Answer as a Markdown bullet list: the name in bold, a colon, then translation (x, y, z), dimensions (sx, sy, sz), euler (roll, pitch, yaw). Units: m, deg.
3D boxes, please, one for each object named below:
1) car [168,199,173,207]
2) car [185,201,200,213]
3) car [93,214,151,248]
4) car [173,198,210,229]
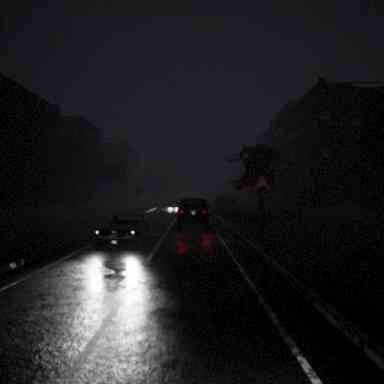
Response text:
- **car**: translation (-3.110, 1.887, 58.314), dimensions (2.128, 1.511, 4.902), euler (0, 0, 0)
- **car**: translation (0.055, 1.887, 42.029), dimensions (1.895, 1.301, 4.718), euler (0, 0, 0)
- **car**: translation (-3.116, 1.732, 15.581), dimensions (1.895, 1.301, 4.718), euler (0, 0, 0)
- **car**: translation (0.078, 1.406, 23.327), dimensions (2.150, 2.045, 5.566), euler (0, 0, 0)
